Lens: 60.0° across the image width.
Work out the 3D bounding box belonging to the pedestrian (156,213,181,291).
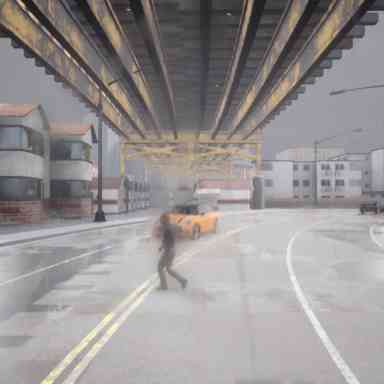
[{"bbox_3d":[-0.543,1.298,7.525,0.375,1.860,0.375,1,-1,10],"label":"pedestrian"}]

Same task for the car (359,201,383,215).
[{"bbox_3d":[20.640,1.749,37.012,4.902,1.511,2.128,2,-1,-33],"label":"car"}]

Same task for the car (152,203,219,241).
[{"bbox_3d":[-0.194,1.366,16.882,2.097,1.767,4.553,0,0,22],"label":"car"}]
